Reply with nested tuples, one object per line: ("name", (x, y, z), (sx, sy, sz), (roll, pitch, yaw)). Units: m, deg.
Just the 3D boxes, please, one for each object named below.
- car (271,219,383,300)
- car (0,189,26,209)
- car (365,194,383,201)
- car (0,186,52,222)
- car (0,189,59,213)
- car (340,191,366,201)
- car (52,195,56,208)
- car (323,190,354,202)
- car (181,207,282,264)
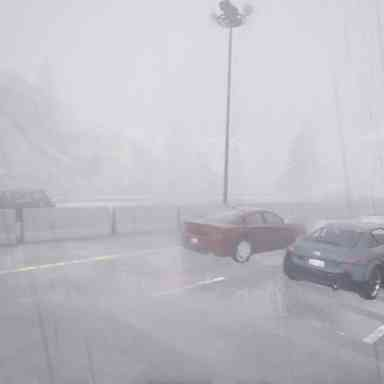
("car", (4.108, 1.458, 8.274), (4.181, 1.385, 1.994), (0, 2, -41))
("car", (-14.770, 0.472, 24.456), (4.181, 1.385, 1.994), (0, 2, -42))
("car", (25.426, 1.223, 43.824), (4.181, 1.385, 1.994), (1, 2, -27))
("car", (-9.274, 0.664, 15.233), (4.553, 1.767, 2.097), (0, 2, -43))
("car", (-11.697, 0.575, 22.545), (4.674, 1.442, 1.812), (0, 2, -42))
("car", (23.862, 0.999, 46.948), (5.008, 1.535, 1.882), (1, 2, -27))
("car", (-10.350, 0.533, 19.016), (4.553, 1.767, 2.097), (0, 2, -42))
("car", (22.274, 0.656, 50.056), (5.566, 2.045, 2.150), (1, 2, -27))
("car", (1.922, 1.235, 11.015), (5.008, 1.535, 1.882), (0, 2, -41))
